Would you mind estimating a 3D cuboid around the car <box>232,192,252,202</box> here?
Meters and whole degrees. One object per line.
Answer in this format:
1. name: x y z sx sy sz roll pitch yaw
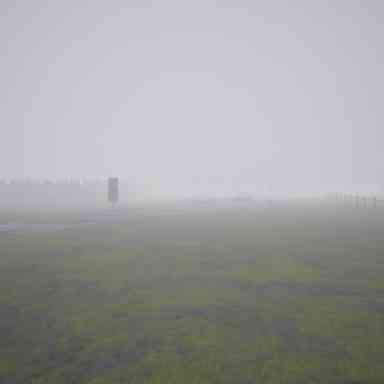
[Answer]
1. car: 8.406 0.755 55.414 2.097 1.767 4.553 0 1 31
